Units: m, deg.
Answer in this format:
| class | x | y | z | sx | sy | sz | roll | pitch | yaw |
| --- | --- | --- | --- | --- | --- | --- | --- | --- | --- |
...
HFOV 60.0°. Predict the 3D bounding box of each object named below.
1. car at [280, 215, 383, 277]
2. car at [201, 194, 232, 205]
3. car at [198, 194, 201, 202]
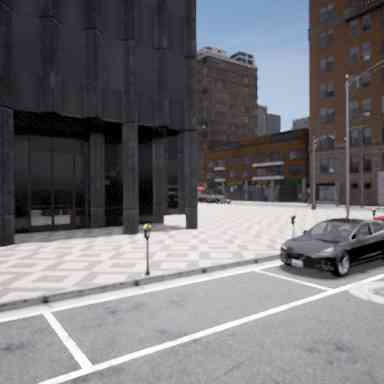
| class | x | y | z | sx | sy | sz | roll | pitch | yaw |
| --- | --- | --- | --- | --- | --- | --- | --- | --- | --- |
| car | 4.544 | 1.486 | 10.010 | 4.313 | 1.339 | 1.947 | -1 | 0 | -36 |
| car | 4.019 | 1.169 | 51.090 | 2.128 | 1.511 | 4.902 | -1 | 0 | -34 |
| car | 2.035 | 1.113 | 59.463 | 1.882 | 1.535 | 5.008 | -1 | 0 | -35 |
